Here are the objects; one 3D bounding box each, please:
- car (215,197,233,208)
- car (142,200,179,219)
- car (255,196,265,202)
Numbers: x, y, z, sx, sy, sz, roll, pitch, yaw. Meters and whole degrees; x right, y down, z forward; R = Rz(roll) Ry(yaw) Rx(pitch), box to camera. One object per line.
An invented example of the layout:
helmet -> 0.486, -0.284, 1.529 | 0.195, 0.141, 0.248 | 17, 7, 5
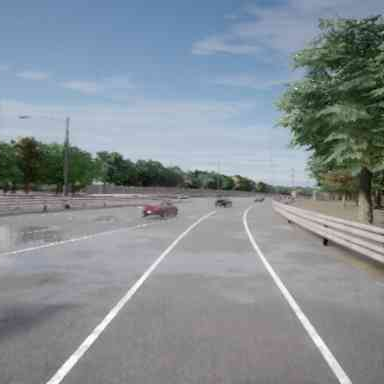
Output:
car -> 4.777, 1.515, 49.802 | 1.837, 1.490, 4.892 | 1, 0, 20
car -> -2.631, 1.424, 28.307 | 1.812, 1.442, 4.674 | 1, 0, 18
car -> 16.612, 1.717, 81.415 | 2.033, 1.411, 5.357 | 1, 0, 22
